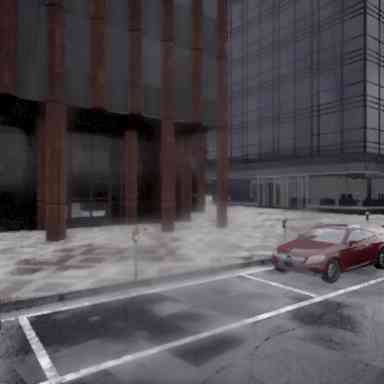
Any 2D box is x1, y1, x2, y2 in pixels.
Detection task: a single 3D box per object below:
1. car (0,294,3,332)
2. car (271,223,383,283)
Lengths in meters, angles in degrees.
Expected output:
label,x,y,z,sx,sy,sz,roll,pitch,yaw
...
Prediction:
label,x,y,z,sx,sy,sz,roll,pitch,yaw
car,-4.712,1.312,3.288,5.009,1.841,2.192,0,0,-36
car,4.140,1.590,9.605,4.206,1.307,1.802,0,0,-36
